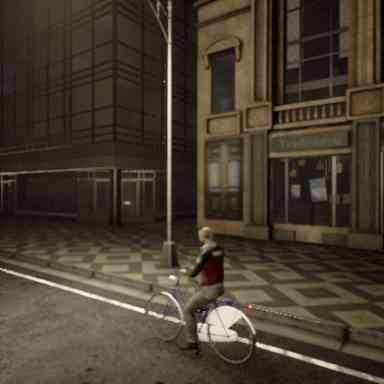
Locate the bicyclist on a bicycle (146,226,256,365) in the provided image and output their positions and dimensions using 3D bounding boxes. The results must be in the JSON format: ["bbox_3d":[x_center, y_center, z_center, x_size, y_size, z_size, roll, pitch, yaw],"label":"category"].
[{"bbox_3d":[0.027,1.355,4.643,1.843,1.776,0.659,1,0,36],"label":"bicyclist on a bicycle"}]
